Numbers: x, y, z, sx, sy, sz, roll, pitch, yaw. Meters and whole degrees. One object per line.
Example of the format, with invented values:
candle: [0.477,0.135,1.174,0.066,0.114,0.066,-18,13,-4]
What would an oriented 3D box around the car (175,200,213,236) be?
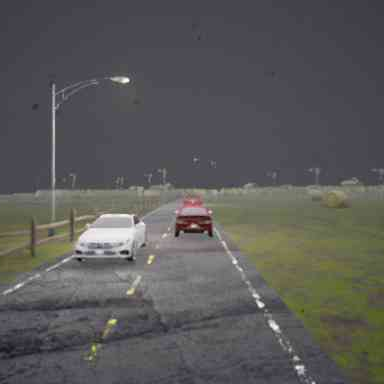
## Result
car: [0.088,1.450,18.146,1.882,1.535,5.008,0,0,0]

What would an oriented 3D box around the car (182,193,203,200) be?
car: [0.079,1.167,37.416,2.150,2.045,5.566,0,0,0]

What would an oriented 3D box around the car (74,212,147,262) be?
car: [-2.756,1.508,12.218,1.812,1.442,4.674,0,0,0]
